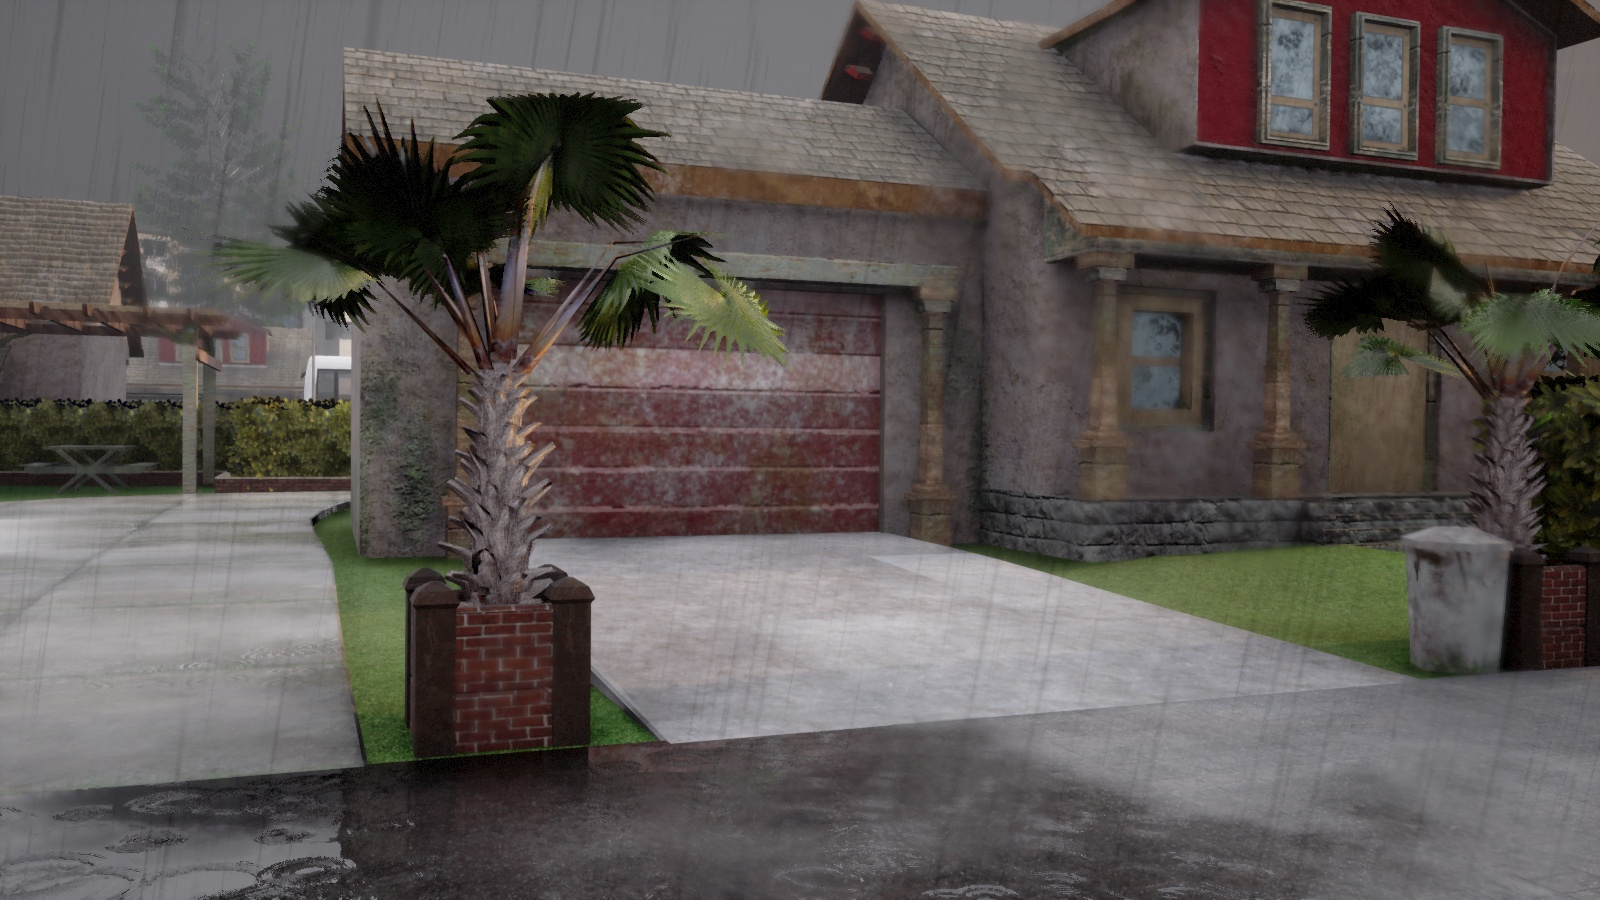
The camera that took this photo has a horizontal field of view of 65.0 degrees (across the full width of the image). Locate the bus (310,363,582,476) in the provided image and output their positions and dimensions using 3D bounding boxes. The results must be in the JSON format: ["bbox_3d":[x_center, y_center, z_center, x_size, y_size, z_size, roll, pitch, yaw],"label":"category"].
[{"bbox_3d":[-14.429,-1.257,51.273,10.273,4.253,3.944,-1,1,-21],"label":"bus"}]
